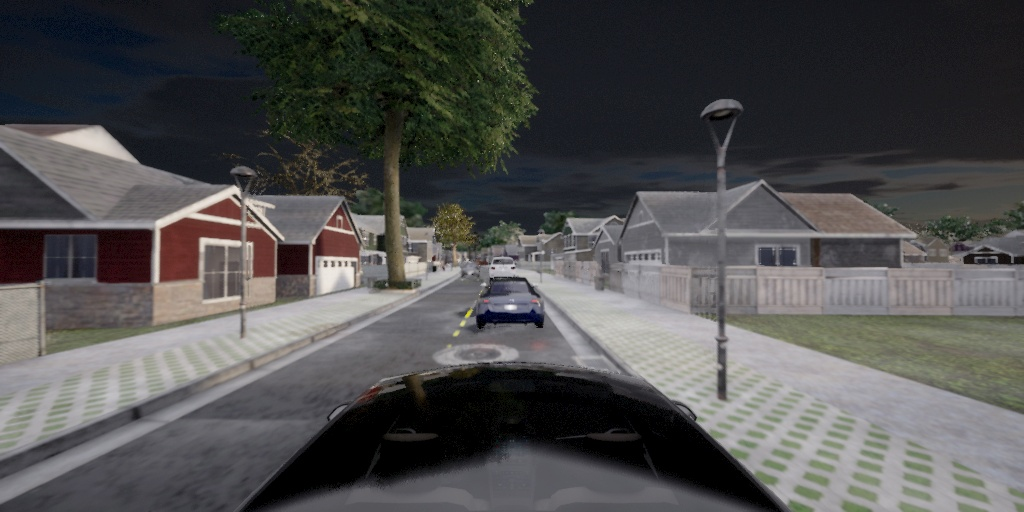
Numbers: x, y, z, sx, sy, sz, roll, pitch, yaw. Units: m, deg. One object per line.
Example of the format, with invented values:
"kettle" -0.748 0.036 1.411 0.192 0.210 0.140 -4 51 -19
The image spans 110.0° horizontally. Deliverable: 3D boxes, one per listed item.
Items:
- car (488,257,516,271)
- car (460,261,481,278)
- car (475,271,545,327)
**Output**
"car" -0.830 1.137 30.604 2.150 2.045 5.566 0 0 -3
"car" -4.195 1.458 36.720 2.128 1.511 4.902 0 -1 -4
"car" -0.075 1.356 11.662 1.994 1.385 4.181 0 0 -1
